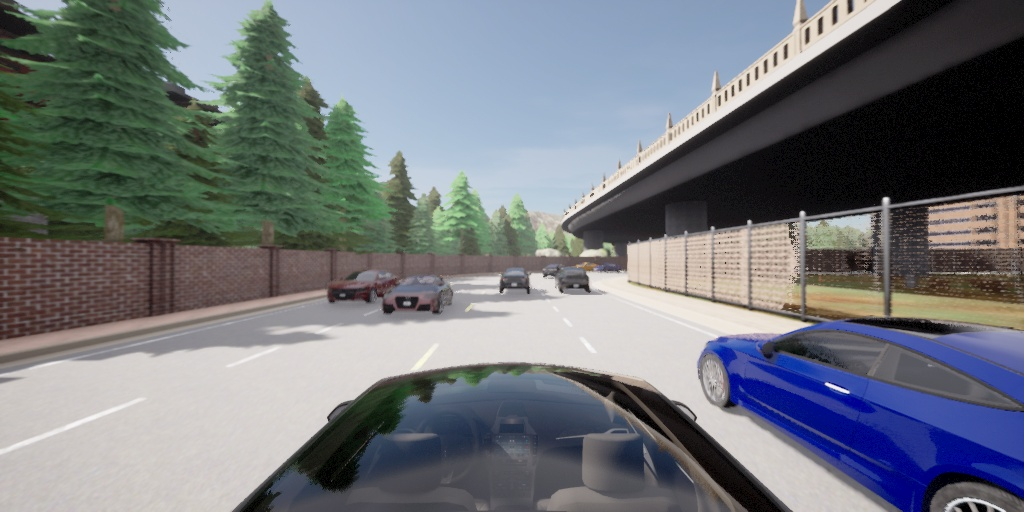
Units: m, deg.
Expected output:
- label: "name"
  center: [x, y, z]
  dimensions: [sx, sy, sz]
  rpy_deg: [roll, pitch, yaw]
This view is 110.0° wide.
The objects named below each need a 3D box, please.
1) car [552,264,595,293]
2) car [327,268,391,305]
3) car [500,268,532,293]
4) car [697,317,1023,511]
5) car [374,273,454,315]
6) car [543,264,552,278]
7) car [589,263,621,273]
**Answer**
- label: "car"
  center: [3.798, 1.464, 22.896]
  dimensions: [1.837, 1.490, 4.892]
  rpy_deg: [0, 0, 3]
- label: "car"
  center: [-6.986, 1.382, 17.408]
  dimensions: [1.882, 1.535, 5.008]
  rpy_deg: [0, -1, 1]
- label: "car"
  center: [0.260, 1.481, 22.626]
  dimensions: [1.812, 1.442, 4.674]
  rpy_deg: [0, 0, 3]
- label: "car"
  center: [3.600, 1.291, 3.279]
  dimensions: [1.812, 1.442, 4.674]
  rpy_deg: [0, -1, 0]
- label: "car"
  center: [-3.528, 1.436, 14.115]
  dimensions: [1.994, 1.385, 4.181]
  rpy_deg: [0, -1, 1]
- label: "car"
  center: [4.993, 1.608, 38.913]
  dimensions: [2.128, 1.511, 4.902]
  rpy_deg: [0, -1, 30]
- label: "car"
  center: [13.986, 1.778, 52.782]
  dimensions: [4.674, 1.442, 1.812]
  rpy_deg: [0, -1, -30]
